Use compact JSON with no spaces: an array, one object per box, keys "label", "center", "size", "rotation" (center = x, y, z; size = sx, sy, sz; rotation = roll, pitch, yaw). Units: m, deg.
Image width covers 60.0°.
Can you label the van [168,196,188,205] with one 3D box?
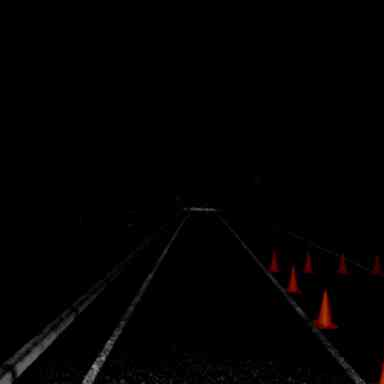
[{"label":"van","center":[-3.303,1.966,78.286],"size":[4.442,1.987,1.878],"rotation":[1,-1,1]}]

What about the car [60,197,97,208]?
[{"label":"car","center":[-17.172,1.517,50.419],"size":[4.792,1.488,2.163],"rotation":[1,-1,1]}]

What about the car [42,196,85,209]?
[{"label":"car","center":[-17.265,1.418,44.850],"size":[5.008,1.535,2.097],"rotation":[1,-1,1]}]

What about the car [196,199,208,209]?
[{"label":"car","center":[1.691,1.974,56.177],"size":[1.882,1.535,5.008],"rotation":[1,-1,1]}]

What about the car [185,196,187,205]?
[{"label":"car","center":[-3.868,1.881,58.674],"size":[5.008,1.535,2.097],"rotation":[1,-1,1]}]

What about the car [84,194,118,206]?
[{"label":"car","center":[-16.853,1.395,61.556],"size":[5.566,2.045,2.435],"rotation":[1,-1,1]}]

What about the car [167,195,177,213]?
[{"label":"car","center":[-4.547,1.269,30.655],"size":[5.566,2.045,2.435],"rotation":[1,-1,1]}]

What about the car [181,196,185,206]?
[{"label":"car","center":[-4.153,1.477,47.469],"size":[5.566,2.045,2.435],"rotation":[1,-1,1]}]

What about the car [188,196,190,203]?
[{"label":"car","center":[-3.483,2.145,75.484],"size":[5.008,1.535,2.097],"rotation":[1,-1,1]}]

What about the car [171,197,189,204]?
[{"label":"car","center":[-3.198,2.197,86.694],"size":[4.553,1.767,2.185],"rotation":[1,-1,1]}]

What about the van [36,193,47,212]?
[{"label":"van","center":[-17.643,1.049,33.716],"size":[4.442,1.987,1.878],"rotation":[1,-1,1]}]

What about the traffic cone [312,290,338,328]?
[{"label":"traffic cone","center":[2.323,2.017,5.803],"size":[0.340,0.580,0.340],"rotation":[1,0,1]}]

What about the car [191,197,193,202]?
[{"label":"car","center":[-3.134,2.115,89.498],"size":[5.566,2.045,2.435],"rotation":[1,-1,1]}]

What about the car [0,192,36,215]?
[{"label":"car","center":[-17.564,1.121,30.932],"size":[4.553,1.767,2.185],"rotation":[1,-1,1]}]

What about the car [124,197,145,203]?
[{"label":"car","center":[-16.001,2.131,92.198],"size":[5.366,1.575,1.946],"rotation":[1,-1,1]}]

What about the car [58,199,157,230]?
[{"label":"car","center":[-4.795,1.420,19.445],"size":[4.892,1.521,2.231],"rotation":[1,0,1]}]

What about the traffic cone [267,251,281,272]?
[{"label":"traffic cone","center":[2.421,2.028,9.802],"size":[0.340,0.580,0.340],"rotation":[1,0,1]}]

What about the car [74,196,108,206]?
[{"label":"car","center":[-17.010,1.564,55.986],"size":[5.008,1.535,2.097],"rotation":[1,-1,1]}]

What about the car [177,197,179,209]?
[{"label":"car","center":[-4.319,1.624,39.058],"size":[4.892,1.521,2.231],"rotation":[1,-1,1]}]

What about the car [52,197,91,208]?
[{"label":"car","center":[-17.178,1.483,47.633],"size":[4.792,1.488,2.163],"rotation":[1,-1,1]}]

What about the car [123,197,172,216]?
[{"label":"car","center":[-4.423,1.428,33.452],"size":[4.553,1.767,2.185],"rotation":[1,-1,1]}]

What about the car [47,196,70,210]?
[{"label":"car","center":[-17.398,1.388,39.280],"size":[4.674,1.452,2.002],"rotation":[1,-1,1]}]

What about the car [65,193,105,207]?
[{"label":"car","center":[-17.045,1.274,53.203],"size":[5.566,2.045,2.435],"rotation":[1,-1,1]}]

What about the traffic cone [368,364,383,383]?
[{"label":"traffic cone","center":[2.274,2.012,3.803],"size":[0.340,0.580,0.340],"rotation":[1,0,1]}]

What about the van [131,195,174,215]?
[{"label":"van","center":[-4.270,1.364,36.255],"size":[4.442,1.987,1.878],"rotation":[1,-1,1]}]

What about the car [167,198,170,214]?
[{"label":"car","center":[-4.599,1.490,27.848],"size":[4.892,1.521,2.231],"rotation":[1,-1,1]}]

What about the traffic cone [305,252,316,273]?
[{"label":"traffic cone","center":[3.421,2.049,9.778],"size":[0.340,0.580,0.340],"rotation":[1,0,1]}]

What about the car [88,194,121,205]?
[{"label":"car","center":[-16.793,1.437,64.216],"size":[5.566,2.045,2.435],"rotation":[1,-1,1]}]

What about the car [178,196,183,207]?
[{"label":"car","center":[-4.189,1.693,44.662],"size":[5.008,1.535,2.097],"rotation":[1,-1,1]}]

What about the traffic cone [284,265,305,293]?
[{"label":"traffic cone","center":[2.372,2.022,7.802],"size":[0.340,0.580,0.340],"rotation":[1,0,1]}]

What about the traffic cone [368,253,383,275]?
[{"label":"traffic cone","center":[5.416,2.091,9.728],"size":[0.340,0.580,0.340],"rotation":[1,0,2]}]

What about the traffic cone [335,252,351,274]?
[{"label":"traffic cone","center":[4.418,2.070,9.752],"size":[0.340,0.580,0.340],"rotation":[1,0,2]}]

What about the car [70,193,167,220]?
[{"label":"car","center":[-4.754,1.187,22.248],"size":[5.566,2.045,2.435],"rotation":[1,0,1]}]

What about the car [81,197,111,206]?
[{"label":"car","center":[-16.952,1.642,58.645],"size":[4.674,1.452,2.002],"rotation":[1,-1,1]}]

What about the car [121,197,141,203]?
[{"label":"car","center":[-16.255,2.087,89.427],"size":[4.892,1.521,2.231],"rotation":[1,-1,1]}]
